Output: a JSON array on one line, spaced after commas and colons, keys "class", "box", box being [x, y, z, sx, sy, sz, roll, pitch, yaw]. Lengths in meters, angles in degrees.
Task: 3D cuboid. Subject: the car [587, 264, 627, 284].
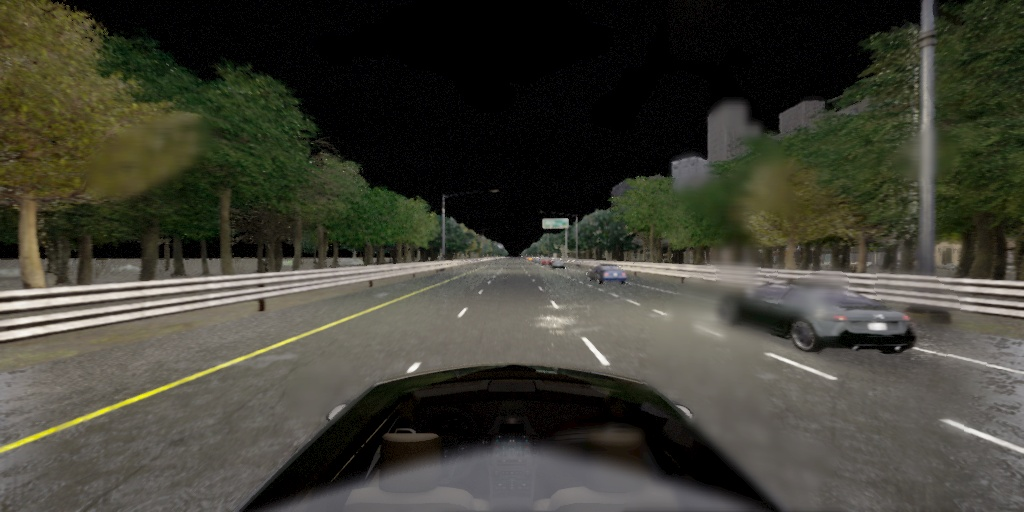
[{"class": "car", "box": [7.021, 1.313, 26.867, 2.033, 1.411, 5.357, 0, 0, 0]}]

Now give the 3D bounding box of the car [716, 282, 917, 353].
[{"class": "car", "box": [6.999, 1.320, 8.872, 1.994, 1.385, 4.181, 0, 0, 0]}]

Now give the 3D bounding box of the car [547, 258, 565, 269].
[{"class": "car", "box": [7.136, 1.342, 56.825, 1.994, 1.385, 4.181, 0, 0, 0]}]
